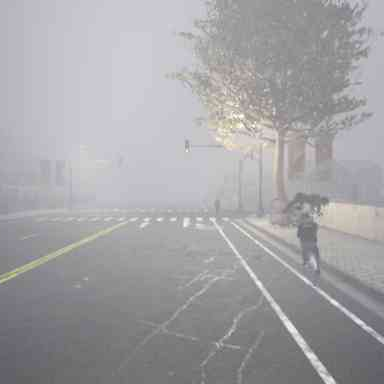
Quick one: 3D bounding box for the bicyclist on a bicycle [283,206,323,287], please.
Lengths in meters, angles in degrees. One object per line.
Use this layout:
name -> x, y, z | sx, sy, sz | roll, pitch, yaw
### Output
bicyclist on a bicycle -> 2.928, 1.376, 8.487 | 0.659, 1.776, 1.843 | -6, -1, 9

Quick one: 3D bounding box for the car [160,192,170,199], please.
car -> -6.470, 0.747, 80.709 | 2.097, 1.767, 4.553 | 0, 0, 0

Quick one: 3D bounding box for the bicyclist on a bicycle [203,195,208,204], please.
bicyclist on a bicycle -> 2.291, 1.296, 56.410 | 0.866, 1.612, 1.509 | 0, 0, 0

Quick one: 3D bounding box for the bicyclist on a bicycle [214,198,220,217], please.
bicyclist on a bicycle -> 2.261, 1.391, 29.746 | 0.582, 1.620, 1.656 | 0, 0, 0
